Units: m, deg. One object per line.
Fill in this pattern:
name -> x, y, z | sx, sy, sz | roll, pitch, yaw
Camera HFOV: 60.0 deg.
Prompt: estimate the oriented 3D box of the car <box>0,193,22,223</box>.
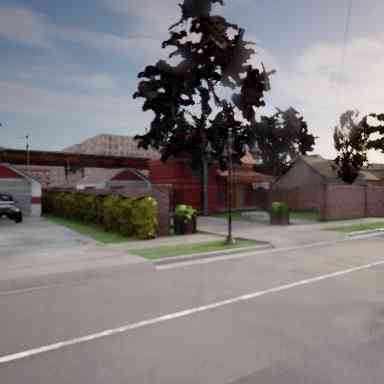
car -> -12.020, 1.014, 21.043 | 1.905, 1.878, 3.866 | 0, 0, -35
